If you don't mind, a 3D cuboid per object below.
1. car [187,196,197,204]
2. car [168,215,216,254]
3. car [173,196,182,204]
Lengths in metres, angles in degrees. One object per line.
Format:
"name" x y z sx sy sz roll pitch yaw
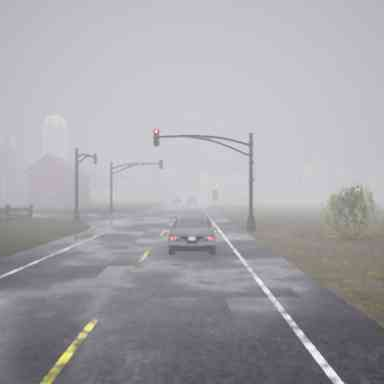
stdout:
"car" 0.003 1.901 81.538 2.150 2.045 5.566 0 0 0
"car" 0.002 1.679 13.989 2.033 1.411 5.357 0 0 0
"car" -3.496 1.901 80.239 2.150 2.045 5.566 0 0 0
